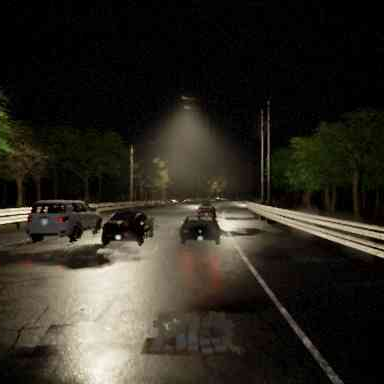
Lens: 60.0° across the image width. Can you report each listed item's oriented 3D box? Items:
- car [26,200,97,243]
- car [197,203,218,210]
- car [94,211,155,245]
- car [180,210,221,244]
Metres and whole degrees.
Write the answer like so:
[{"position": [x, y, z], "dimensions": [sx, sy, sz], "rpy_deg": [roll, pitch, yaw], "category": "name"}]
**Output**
[{"position": [-6.519, 1.436, 17.630], "dimensions": [2.150, 2.045, 5.566], "rpy_deg": [0, -1, 2], "category": "car"}, {"position": [1.598, 1.932, 34.830], "dimensions": [1.837, 1.490, 4.892], "rpy_deg": [0, -1, 5], "category": "car"}, {"position": [-3.052, 1.709, 16.575], "dimensions": [1.837, 1.490, 4.892], "rpy_deg": [0, -1, 2], "category": "car"}, {"position": [0.457, 1.813, 17.075], "dimensions": [1.895, 1.301, 4.718], "rpy_deg": [0, -1, 2], "category": "car"}]
